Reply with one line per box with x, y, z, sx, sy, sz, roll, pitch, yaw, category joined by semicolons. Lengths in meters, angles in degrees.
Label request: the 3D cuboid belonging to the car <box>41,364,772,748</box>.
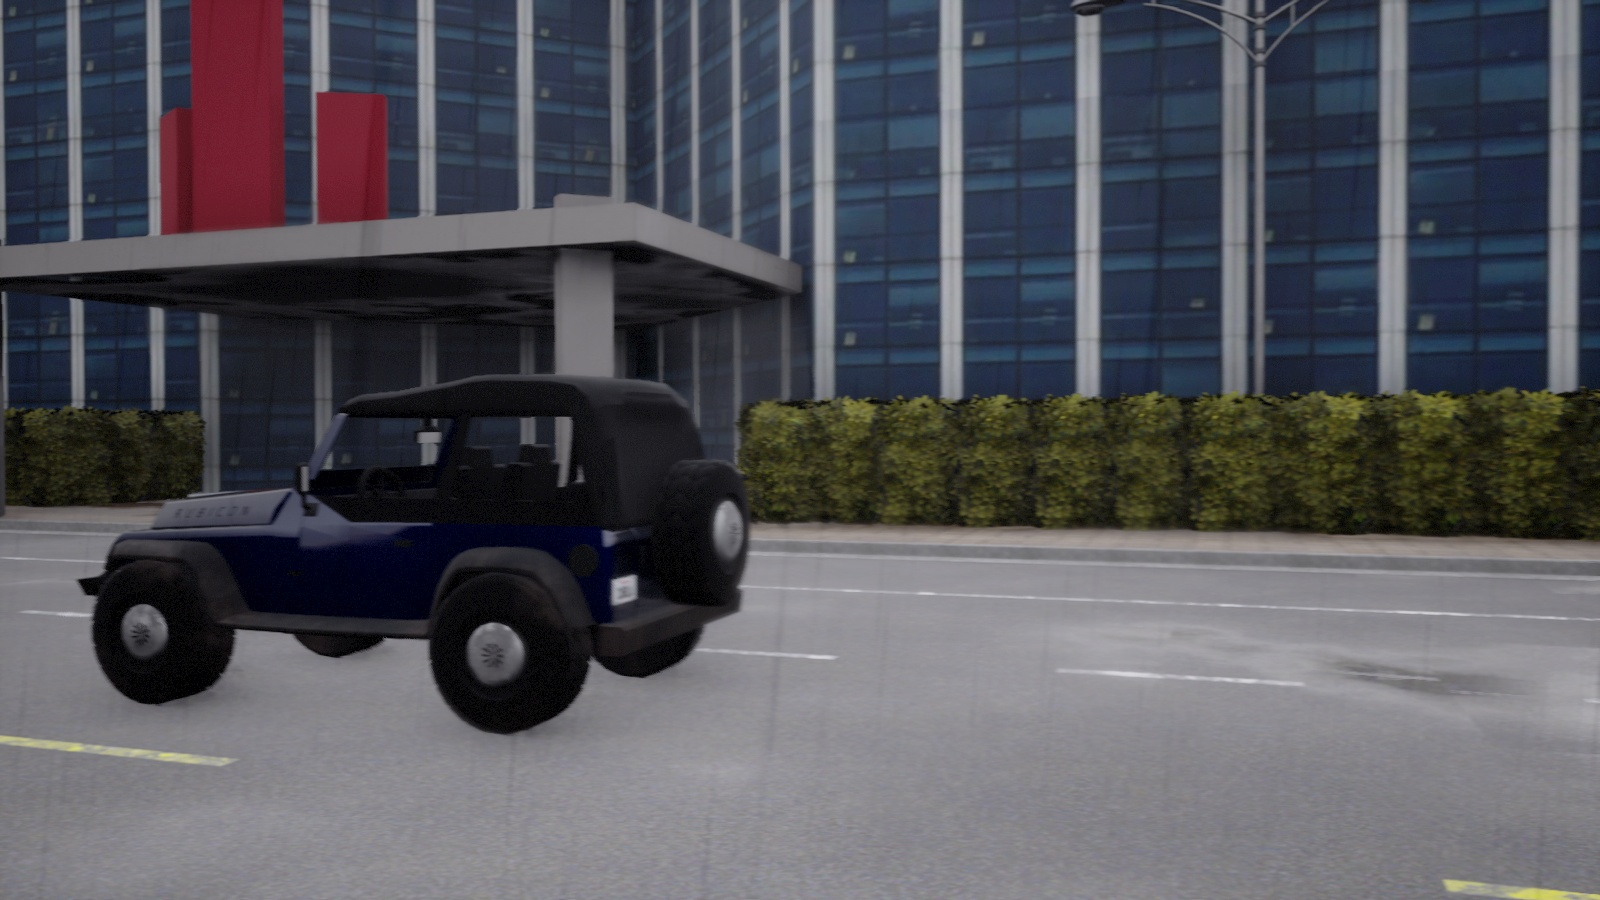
-2.314;0.491;7.662;3.866;1.878;1.905;1;1;19;car
